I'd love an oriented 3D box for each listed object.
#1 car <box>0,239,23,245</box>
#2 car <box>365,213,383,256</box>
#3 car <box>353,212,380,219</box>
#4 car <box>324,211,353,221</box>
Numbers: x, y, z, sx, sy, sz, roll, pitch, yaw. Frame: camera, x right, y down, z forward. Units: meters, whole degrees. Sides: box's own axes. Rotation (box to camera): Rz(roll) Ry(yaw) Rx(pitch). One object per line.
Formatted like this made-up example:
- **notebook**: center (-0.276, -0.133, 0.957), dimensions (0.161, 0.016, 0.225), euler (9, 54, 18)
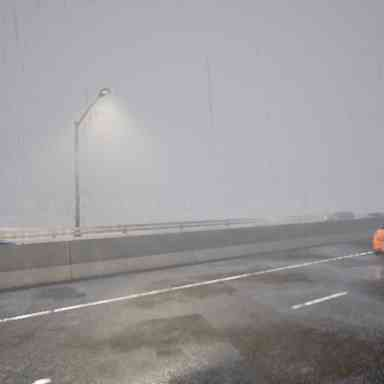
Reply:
- **car**: center (-9.748, 2.706, 14.273), dimensions (4.674, 1.442, 1.812), euler (0, -4, -35)
- **car**: center (10.184, 1.905, 14.951), dimensions (4.553, 1.767, 2.097), euler (0, -4, -34)
- **car**: center (21.629, 3.155, 39.527), dimensions (4.674, 1.442, 1.812), euler (1, -4, -33)
- **car**: center (18.580, 3.211, 41.720), dimensions (4.553, 1.767, 2.097), euler (0, -4, -33)
